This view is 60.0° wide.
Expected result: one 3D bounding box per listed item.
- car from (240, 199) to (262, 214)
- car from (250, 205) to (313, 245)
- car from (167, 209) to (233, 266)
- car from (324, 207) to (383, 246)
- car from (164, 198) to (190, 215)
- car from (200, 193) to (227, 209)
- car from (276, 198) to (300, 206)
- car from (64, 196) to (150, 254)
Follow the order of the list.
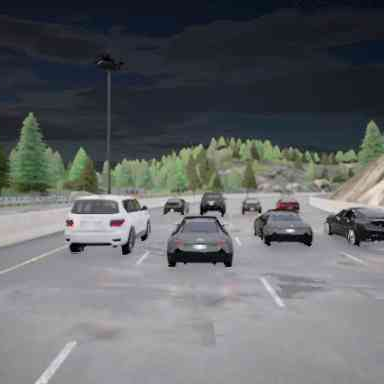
[{"bbox_3d":[5.820,1.362,32.536,1.812,1.442,4.674,0,0,8],"label":"car"},{"bbox_3d":[3.989,1.487,15.099,1.994,1.385,4.181,0,0,3],"label":"car"},{"bbox_3d":[0.297,1.506,11.338,1.994,1.385,4.181,0,0,2],"label":"car"},{"bbox_3d":[7.470,1.429,14.824,1.837,1.490,4.892,0,0,3],"label":"car"},{"bbox_3d":[-1.398,1.347,31.420,1.837,1.490,4.892,0,0,8],"label":"car"},{"bbox_3d":[2.014,1.067,30.736,2.150,2.045,5.566,0,0,8],"label":"car"},{"bbox_3d":[9.442,1.311,32.994,1.882,1.535,5.008,0,0,9],"label":"car"},{"bbox_3d":[-3.136,1.154,13.401,2.150,2.045,5.566,0,0,3],"label":"car"}]
